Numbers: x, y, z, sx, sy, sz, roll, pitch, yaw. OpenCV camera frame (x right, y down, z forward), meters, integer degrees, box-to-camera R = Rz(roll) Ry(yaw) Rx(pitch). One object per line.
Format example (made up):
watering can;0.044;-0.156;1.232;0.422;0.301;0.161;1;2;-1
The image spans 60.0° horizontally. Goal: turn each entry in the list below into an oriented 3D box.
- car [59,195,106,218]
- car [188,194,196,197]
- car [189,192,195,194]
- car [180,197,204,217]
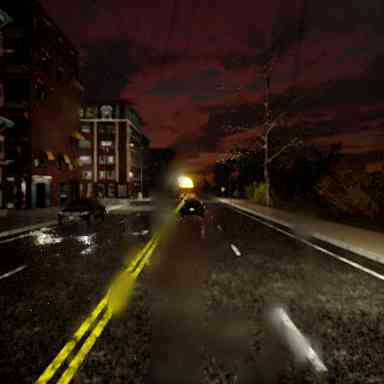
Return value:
car;-6.509;1.099;20.238;1.812;1.442;4.674;0;0;0
car;0.081;1.274;47.322;1.895;1.301;4.718;0;0;0
car;-0.032;0.804;81.634;2.097;1.767;4.553;0;0;0
car;-0.014;1.363;28.776;1.994;1.385;4.181;0;0;0
